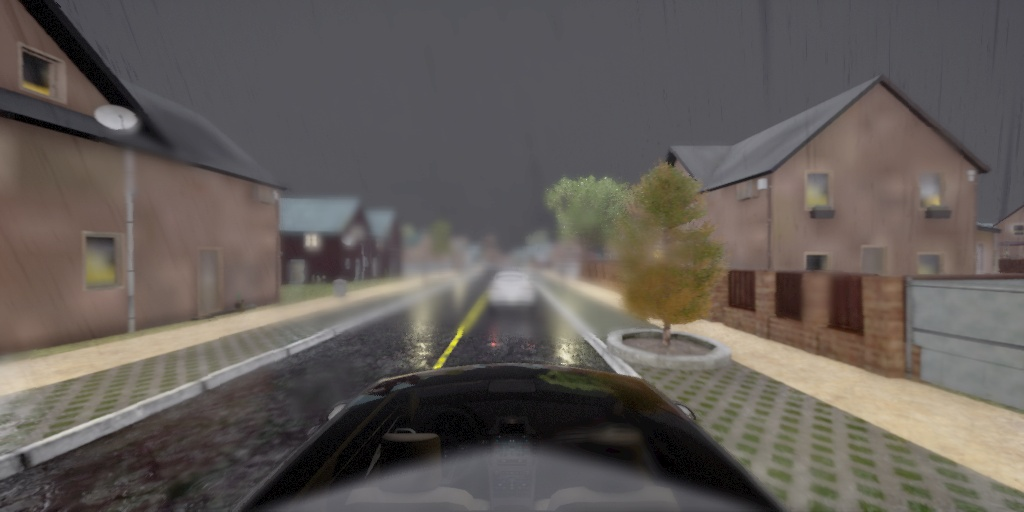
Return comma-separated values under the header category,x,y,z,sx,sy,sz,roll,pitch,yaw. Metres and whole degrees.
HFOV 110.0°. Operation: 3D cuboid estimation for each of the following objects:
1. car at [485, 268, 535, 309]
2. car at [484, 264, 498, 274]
category,x,y,z,sx,sy,sz,roll,pitch,yaw
car,0.028,1.419,15.759,1.812,1.442,4.674,0,0,1
car,-2.764,1.850,49.868,1.837,1.490,4.892,0,-1,0
